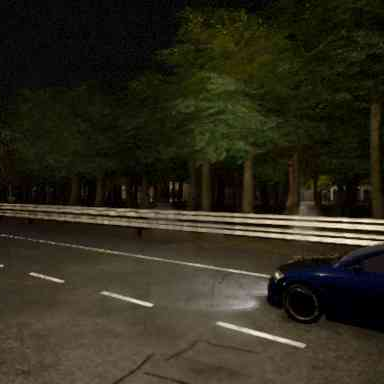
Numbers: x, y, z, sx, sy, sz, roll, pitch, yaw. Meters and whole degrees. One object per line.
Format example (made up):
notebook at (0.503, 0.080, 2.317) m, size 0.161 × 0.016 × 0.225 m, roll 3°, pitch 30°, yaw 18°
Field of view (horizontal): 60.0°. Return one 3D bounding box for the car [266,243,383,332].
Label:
car at (3.448, 1.567, 5.709) m, size 4.181 × 1.385 × 1.994 m, roll 0°, pitch 0°, yaw 36°
